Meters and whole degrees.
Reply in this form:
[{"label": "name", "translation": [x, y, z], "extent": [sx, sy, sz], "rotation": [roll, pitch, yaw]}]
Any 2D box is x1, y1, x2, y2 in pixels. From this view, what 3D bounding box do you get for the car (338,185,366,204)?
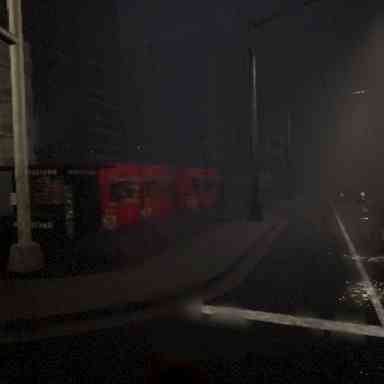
[{"label": "car", "translation": [14.673, 0.135, 30.746], "extent": [2.097, 1.767, 4.553], "rotation": [-1, 1, 21]}]
